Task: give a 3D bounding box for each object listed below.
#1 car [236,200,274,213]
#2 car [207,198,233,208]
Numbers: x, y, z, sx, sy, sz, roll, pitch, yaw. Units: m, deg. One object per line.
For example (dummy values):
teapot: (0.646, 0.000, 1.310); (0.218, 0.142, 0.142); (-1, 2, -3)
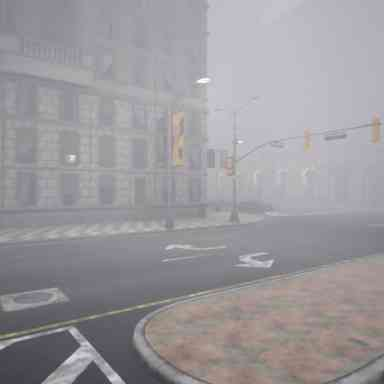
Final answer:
car: (7.162, 1.563, 37.528); (1.994, 1.385, 4.181); (0, 0, -35)
car: (4.310, 1.547, 47.522); (2.033, 1.411, 5.357); (0, 0, -36)
